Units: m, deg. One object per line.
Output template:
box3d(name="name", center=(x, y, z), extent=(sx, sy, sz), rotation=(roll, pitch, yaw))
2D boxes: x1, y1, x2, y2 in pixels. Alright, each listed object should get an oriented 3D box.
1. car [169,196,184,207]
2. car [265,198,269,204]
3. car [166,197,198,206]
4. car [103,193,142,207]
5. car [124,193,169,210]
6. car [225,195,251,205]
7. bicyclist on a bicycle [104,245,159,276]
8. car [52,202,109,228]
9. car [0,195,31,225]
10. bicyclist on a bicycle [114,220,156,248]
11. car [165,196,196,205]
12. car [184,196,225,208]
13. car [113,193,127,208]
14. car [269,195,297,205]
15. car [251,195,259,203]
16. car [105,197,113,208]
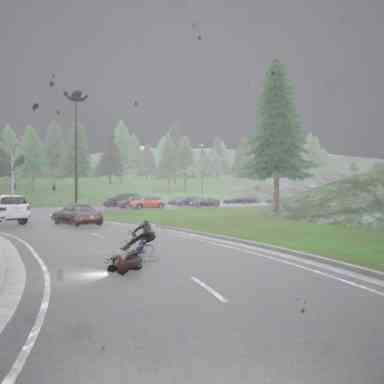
box3d(name="car", center=(-0.641, 1.353, 50.292), extent=(4.553, 1.767, 2.097), rotation=(0, 0, -33))
box3d(name="car", center=(15.512, 1.349, 60.933), extent=(4.553, 1.767, 2.097), rotation=(0, 0, -33))
box3d(name="car", center=(-1.629, 1.504, 53.834), extent=(4.892, 1.490, 1.837), rotation=(0, 0, -33))
box3d(name="car", center=(-10.775, 1.221, 51.973), extent=(5.566, 2.045, 2.150), rotation=(0, 0, -33))
box3d(name="car", center=(-5.840, 1.351, 42.660), extent=(4.553, 1.767, 2.097), rotation=(0, 0, -33))
box3d(name="car", center=(7.854, 1.599, 60.093), extent=(4.718, 1.301, 1.895), rotation=(0, 0, -33))
box3d(name="bicyclist on a bicycle", center=(-1.833, 2.012, 9.357), extent=(1.656, 0.582, 1.620), rotation=(-5, -2, 6))
box3d(name="car", center=(-7.817, 1.563, 22.570), extent=(4.181, 1.385, 1.994), rotation=(0, 0, 44))
box3d(name="car", center=(-13.315, 1.221, 22.799), extent=(5.566, 2.045, 2.150), rotation=(0, 0, 36))
box3d(name="bicyclist on a bicycle", center=(-1.761, 1.586, 11.119), extent=(1.656, 0.582, 1.620), rotation=(2, 46, 32))
box3d(name="car", center=(-1.993, 1.490, 57.781), extent=(4.902, 1.511, 2.128), rotation=(0, 0, -33))
box3d(name="car", center=(1.800, 1.490, 47.711), extent=(4.902, 1.511, 2.128), rotation=(0, 0, -33))
box3d(name="car", center=(-7.942, 1.351, 45.465), extent=(4.553, 1.767, 2.097), rotation=(0, 0, -33))
box3d(name="car", center=(16.048, 1.524, 57.102), extent=(4.674, 1.442, 1.812), rotation=(0, 0, -33))
box3d(name="car", center=(11.148, 1.351, 66.400), extent=(4.553, 1.767, 2.097), rotation=(0, 0, -33))
box3d(name="car", center=(-10.395, 1.600, 48.041), extent=(4.718, 1.301, 1.895), rotation=(0, 0, -33))
